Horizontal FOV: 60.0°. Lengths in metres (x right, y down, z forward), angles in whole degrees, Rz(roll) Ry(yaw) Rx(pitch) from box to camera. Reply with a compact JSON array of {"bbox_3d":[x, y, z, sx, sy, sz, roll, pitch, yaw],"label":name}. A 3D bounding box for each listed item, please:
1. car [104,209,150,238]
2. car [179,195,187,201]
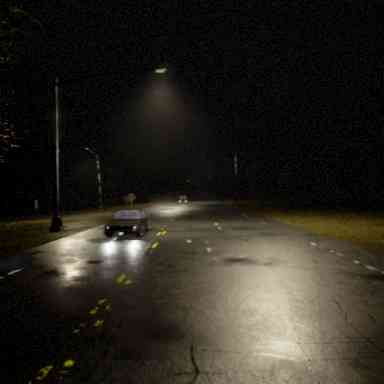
[{"bbox_3d":[-3.509,1.679,19.034,2.033,1.411,5.357,-1,0,0],"label":"car"},{"bbox_3d":[-2.375,1.502,89.972,1.882,1.535,5.008,-1,0,2],"label":"car"}]
